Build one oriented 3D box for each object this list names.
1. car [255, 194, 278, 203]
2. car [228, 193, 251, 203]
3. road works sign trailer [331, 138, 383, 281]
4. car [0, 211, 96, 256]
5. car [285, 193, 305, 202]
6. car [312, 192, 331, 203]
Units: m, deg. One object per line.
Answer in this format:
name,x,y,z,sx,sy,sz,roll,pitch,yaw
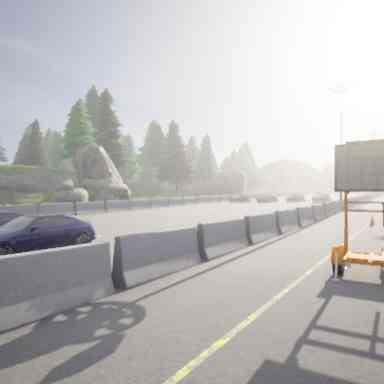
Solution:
car,11.098,0.933,49.484,1.895,1.301,4.718,0,1,34
car,7.192,0.879,49.934,1.837,1.490,4.892,0,1,34
road works sign trailer,5.114,0.389,8.852,2.380,3.560,2.880,0,0,32
car,-5.588,1.503,11.854,1.812,1.442,4.674,0,0,34
car,15.474,0.836,49.726,1.994,1.385,4.181,0,1,34
car,18.844,0.741,48.465,2.128,1.511,4.902,0,1,34
